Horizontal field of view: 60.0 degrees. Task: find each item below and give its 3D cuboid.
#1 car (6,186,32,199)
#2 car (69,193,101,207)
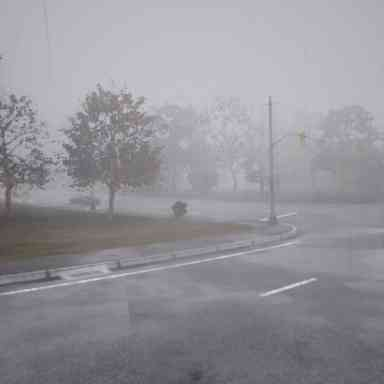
[{"bbox_3d":[-25.666,-0.081,49.232,4.553,1.767,2.097,3,4,39],"label":"car"},{"bbox_3d":[-12.426,0.853,38.445,4.674,1.442,1.812,2,3,39],"label":"car"}]
